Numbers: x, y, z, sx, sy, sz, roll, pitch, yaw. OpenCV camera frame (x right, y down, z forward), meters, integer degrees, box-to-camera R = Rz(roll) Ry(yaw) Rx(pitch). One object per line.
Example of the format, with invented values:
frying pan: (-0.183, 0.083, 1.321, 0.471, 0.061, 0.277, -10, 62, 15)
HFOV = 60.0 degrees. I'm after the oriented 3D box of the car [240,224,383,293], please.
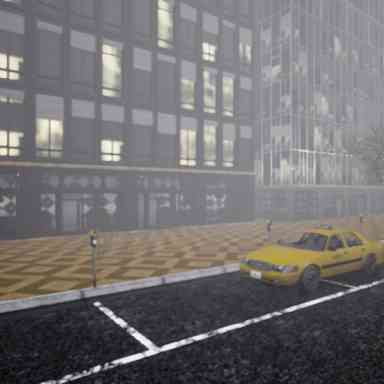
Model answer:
car: (3.424, 1.579, 9.008, 4.829, 1.417, 1.752, 0, -1, -35)
